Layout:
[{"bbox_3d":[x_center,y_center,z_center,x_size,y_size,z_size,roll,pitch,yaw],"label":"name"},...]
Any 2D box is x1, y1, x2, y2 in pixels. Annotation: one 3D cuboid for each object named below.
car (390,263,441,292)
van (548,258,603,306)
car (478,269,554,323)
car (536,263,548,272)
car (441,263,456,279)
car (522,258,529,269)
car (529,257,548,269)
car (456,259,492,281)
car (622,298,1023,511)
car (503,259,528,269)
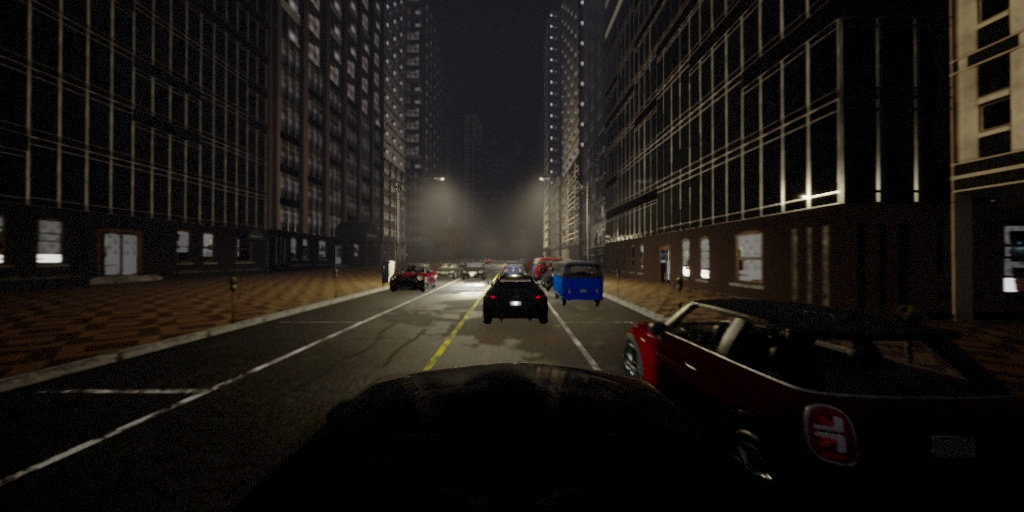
[{"bbox_3d":[-5.685,1.182,21.025,1.967,1.591,4.097,0,0,0],"label":"car"},{"bbox_3d":[2.695,1.086,15.411,1.690,1.789,3.998,0,0,0],"label":"van"},{"bbox_3d":[0.102,1.310,12.187,1.994,1.385,4.181,0,0,0],"label":"car"},{"bbox_3d":[2.695,1.293,21.052,2.007,1.370,4.403,0,0,0],"label":"car"},{"bbox_3d":[-5.683,1.286,32.311,2.007,1.370,4.403,0,0,0],"label":"car"},{"bbox_3d":[2.700,1.044,43.618,2.192,1.841,5.009,0,0,0],"label":"car"},{"bbox_3d":[2.697,1.054,26.694,2.192,1.841,5.009,0,0,0],"label":"car"},{"bbox_3d":[-3.051,1.230,30.183,2.128,1.511,4.902,0,0,0],"label":"car"},{"bbox_3d":[2.693,1.189,4.128,1.967,1.591,4.097,0,0,0],"label":"car"},{"bbox_3d":[0.105,1.283,33.127,2.033,1.411,5.357,0,0,0],"label":"car"}]
